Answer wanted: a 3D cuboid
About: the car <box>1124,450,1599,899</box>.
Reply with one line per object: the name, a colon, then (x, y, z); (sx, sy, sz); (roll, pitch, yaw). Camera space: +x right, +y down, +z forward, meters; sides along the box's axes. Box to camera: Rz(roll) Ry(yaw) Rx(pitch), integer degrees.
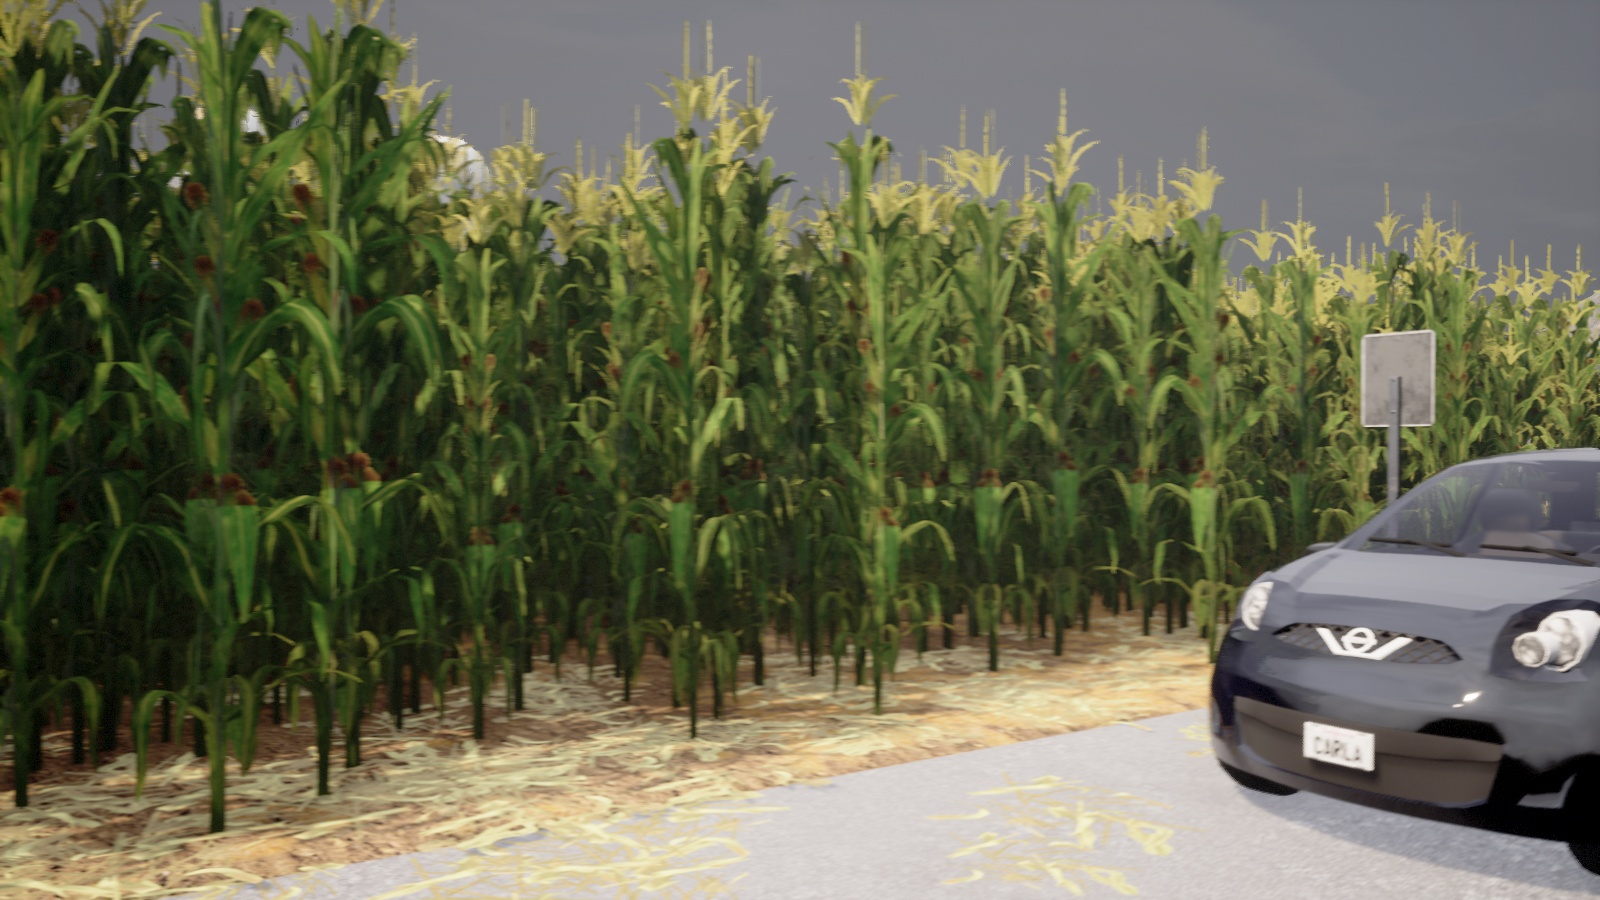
car: (3.375, 0.756, 5.520); (3.633, 1.501, 1.845); (0, 0, -35)
